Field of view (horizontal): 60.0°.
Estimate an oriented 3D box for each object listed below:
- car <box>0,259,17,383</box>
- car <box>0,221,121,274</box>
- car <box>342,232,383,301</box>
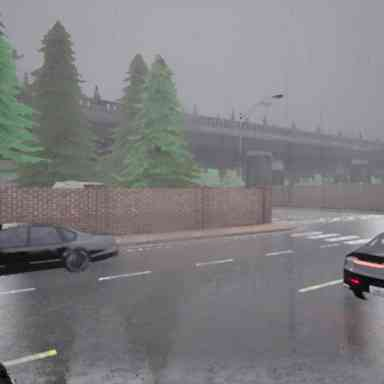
[{"bbox_3d":[-3.298,1.494,1.156,4.902,1.511,2.128,0,0,-37],"label":"car"},{"bbox_3d":[-4.741,1.547,9.145,5.357,1.411,2.033,0,0,-34],"label":"car"},{"bbox_3d":[5.207,1.487,7.064,4.902,1.511,2.128,0,0,-34],"label":"car"}]
